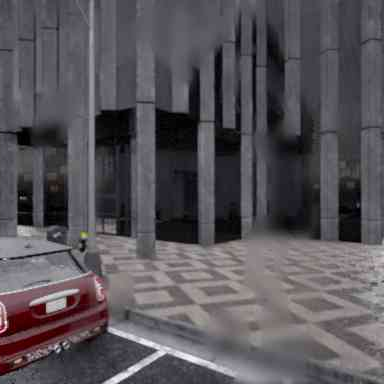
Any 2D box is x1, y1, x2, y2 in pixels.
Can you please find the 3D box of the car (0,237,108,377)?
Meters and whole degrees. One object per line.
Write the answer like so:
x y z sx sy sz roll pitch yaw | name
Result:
-3.280 1.447 5.304 4.097 1.590 1.967 0 0 36 | car
